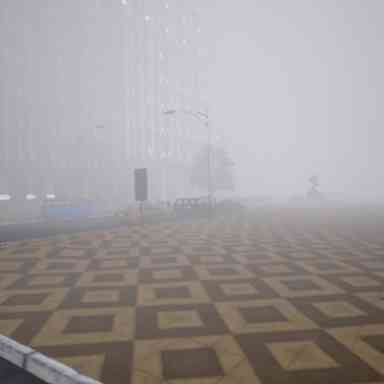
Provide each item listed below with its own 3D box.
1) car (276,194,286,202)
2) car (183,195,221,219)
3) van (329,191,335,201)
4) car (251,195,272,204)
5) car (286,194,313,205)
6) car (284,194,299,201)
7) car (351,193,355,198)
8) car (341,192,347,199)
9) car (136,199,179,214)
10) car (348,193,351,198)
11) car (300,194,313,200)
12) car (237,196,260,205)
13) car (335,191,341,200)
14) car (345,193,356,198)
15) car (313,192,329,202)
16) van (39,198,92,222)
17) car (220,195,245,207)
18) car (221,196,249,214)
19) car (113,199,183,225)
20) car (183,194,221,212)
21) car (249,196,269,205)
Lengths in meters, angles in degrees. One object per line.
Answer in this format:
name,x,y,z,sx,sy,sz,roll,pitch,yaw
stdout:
car,18.521,1.155,67.418,1.967,1.590,4.097,-2,-1,34
car,0.164,1.179,25.934,1.967,1.590,4.097,-2,-1,34
van,25.224,0.829,62.919,1.690,1.788,3.998,-2,-1,34
car,12.258,1.325,58.148,2.008,1.369,4.403,-2,-1,34
car,15.907,1.102,49.201,1.752,1.417,4.829,-2,-1,34
car,21.656,1.231,72.052,1.887,1.381,4.507,-2,-1,34
car,37.909,0.899,81.514,1.752,1.417,4.829,-2,-1,34
car,31.517,0.745,72.147,2.192,1.841,5.009,-2,-1,34
car,-3.500,1.458,34.835,1.752,1.417,4.829,-2,-1,34
car,34.687,0.967,76.745,1.947,1.339,4.313,-2,-1,34
car,27.922,1.176,81.320,1.887,1.381,4.507,-2,-1,34
car,9.125,1.349,53.513,1.887,1.381,4.507,-2,-1,34
car,28.370,0.898,67.534,1.967,1.590,4.097,-2,-1,34
car,40.942,0.898,85.999,2.008,1.369,4.403,-2,-1,34
car,22.071,0.958,58.310,1.967,1.590,4.097,-2,-1,34
van,-9.674,1.341,25.708,1.690,1.788,3.998,-2,-1,34
car,5.990,1.275,48.880,1.967,1.590,4.097,-2,-1,34
car,3.295,1.287,30.560,1.802,1.307,4.206,-2,-1,34
car,-2.866,1.298,21.448,1.752,1.417,4.829,-2,-1,34
car,1.177,1.186,37.099,2.097,1.767,4.553,-2,-1,34
car,10.181,0.946,50.261,1.994,1.385,4.181,-2,-1,34
